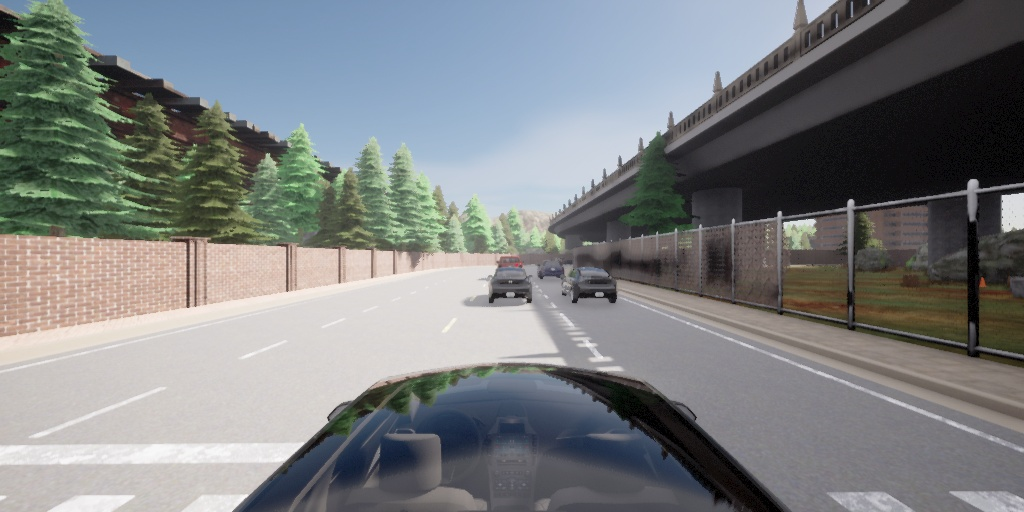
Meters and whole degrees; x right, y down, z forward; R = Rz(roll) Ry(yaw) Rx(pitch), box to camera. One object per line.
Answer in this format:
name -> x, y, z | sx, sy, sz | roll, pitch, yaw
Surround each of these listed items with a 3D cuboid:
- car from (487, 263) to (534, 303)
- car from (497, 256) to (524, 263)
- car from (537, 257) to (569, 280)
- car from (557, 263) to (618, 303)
car -> -0.074, 1.264, 16.510 | 1.837, 1.490, 4.892 | 0, 0, 0
car -> -0.155, 1.005, 31.539 | 2.150, 2.045, 5.566 | 0, 0, 0
car -> 3.346, 1.114, 31.498 | 2.097, 1.767, 4.553 | 0, 0, 0
car -> 3.426, 1.264, 16.528 | 1.837, 1.490, 4.892 | 0, 0, 0
